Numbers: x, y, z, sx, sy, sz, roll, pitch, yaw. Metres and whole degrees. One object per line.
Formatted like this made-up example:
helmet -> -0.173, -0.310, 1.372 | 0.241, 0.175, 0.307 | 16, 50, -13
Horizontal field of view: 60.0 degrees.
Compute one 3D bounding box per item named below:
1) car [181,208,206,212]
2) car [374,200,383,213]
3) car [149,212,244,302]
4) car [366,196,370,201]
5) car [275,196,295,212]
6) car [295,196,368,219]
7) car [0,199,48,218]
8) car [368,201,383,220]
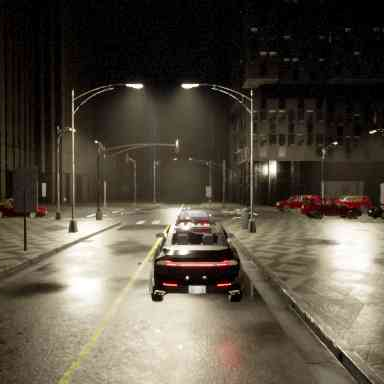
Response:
car -> 0.077, 1.550, 17.944 | 2.033, 1.411, 5.357 | 0, 0, 0
car -> 23.340, 1.635, 37.728 | 4.313, 1.339, 1.947 | 0, 1, 0
car -> 0.089, 1.490, 8.235 | 2.128, 1.511, 4.902 | 0, 0, 0
car -> 17.699, 1.354, 37.701 | 5.009, 1.841, 2.192 | 0, 1, 0
car -> 12.056, 1.326, 37.676 | 5.009, 1.841, 2.192 | 0, 1, 0
car -> 12.083, 1.463, 29.152 | 5.009, 1.841, 2.192 | 0, 1, 0
car -> -14.959, 1.567, 29.036 | 4.507, 1.381, 1.887 | 0, 1, 0
car -> 17.725, 1.743, 29.180 | 4.313, 1.339, 1.947 | 0, 1, 0
